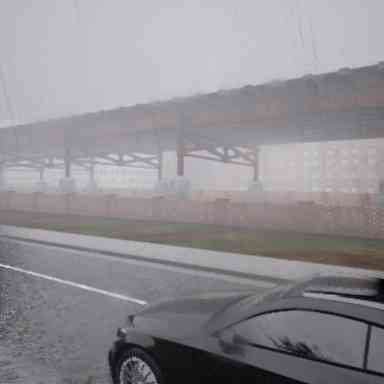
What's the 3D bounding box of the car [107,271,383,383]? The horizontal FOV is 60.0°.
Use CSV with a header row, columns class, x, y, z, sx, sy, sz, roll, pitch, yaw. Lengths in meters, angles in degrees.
class,x,y,z,sx,sy,sz,roll,pitch,yaw
car,1.252,1.525,3.101,4.674,1.442,1.812,0,0,36
